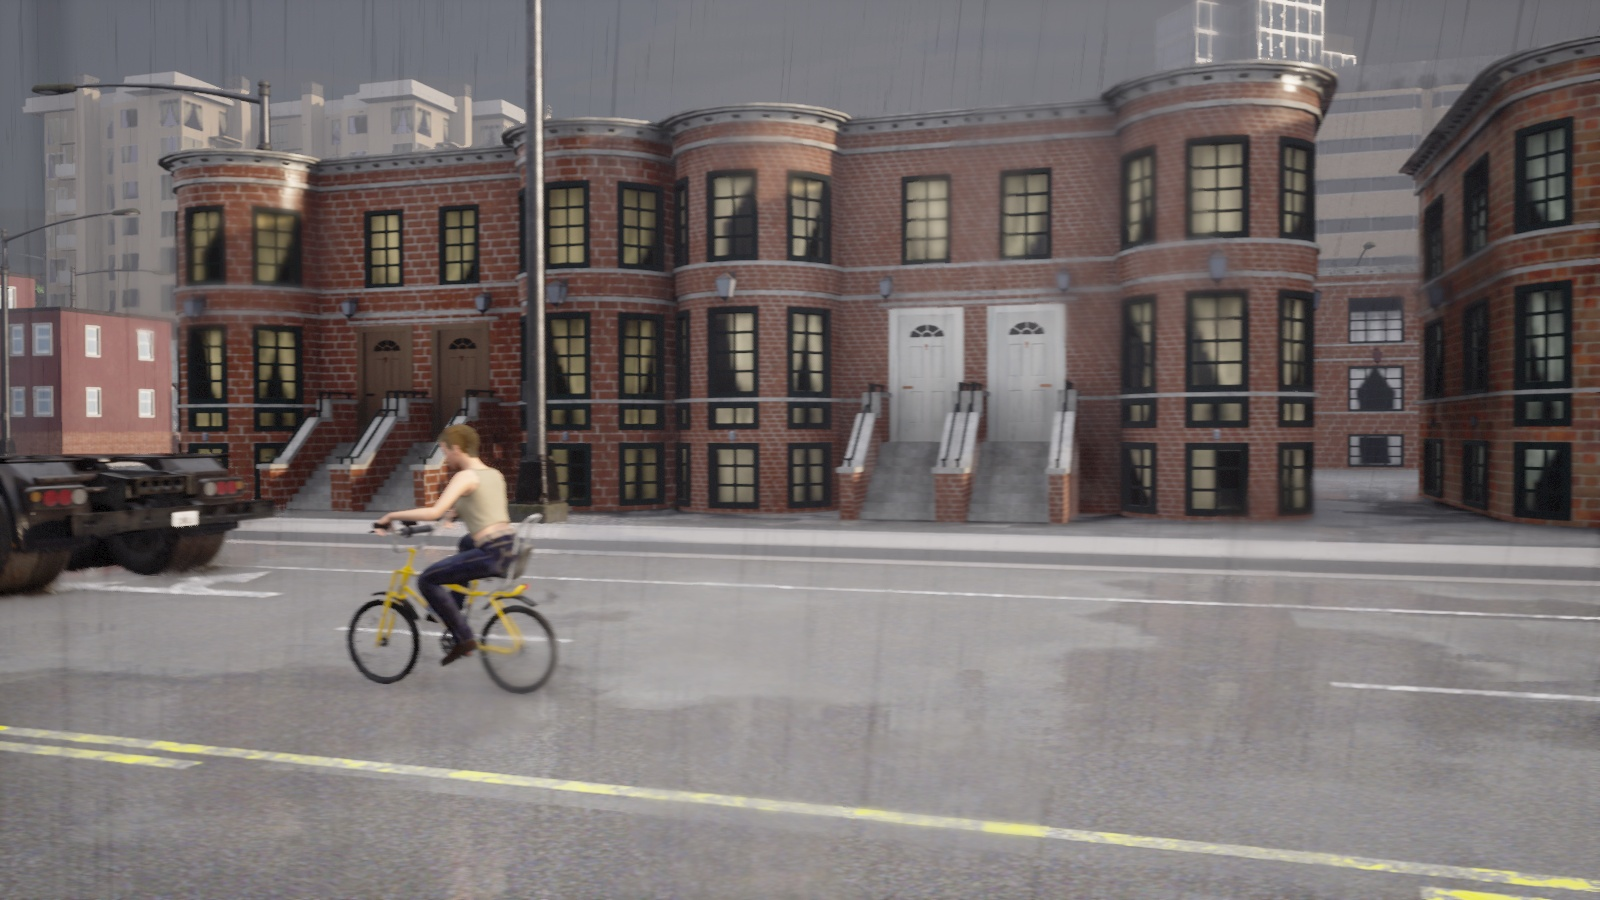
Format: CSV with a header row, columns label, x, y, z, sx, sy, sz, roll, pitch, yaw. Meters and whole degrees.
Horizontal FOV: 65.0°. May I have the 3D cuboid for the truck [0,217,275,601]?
label,x,y,z,sx,sy,sz,roll,pitch,yaw
truck,-10.105,-0.417,13.966,7.936,3.462,2.891,1,1,19

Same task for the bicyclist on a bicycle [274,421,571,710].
label,x,y,z,sx,sy,sz,roll,pitch,yaw
bicyclist on a bicycle,-2.278,0.632,7.653,1.509,1.612,0.866,1,1,19
